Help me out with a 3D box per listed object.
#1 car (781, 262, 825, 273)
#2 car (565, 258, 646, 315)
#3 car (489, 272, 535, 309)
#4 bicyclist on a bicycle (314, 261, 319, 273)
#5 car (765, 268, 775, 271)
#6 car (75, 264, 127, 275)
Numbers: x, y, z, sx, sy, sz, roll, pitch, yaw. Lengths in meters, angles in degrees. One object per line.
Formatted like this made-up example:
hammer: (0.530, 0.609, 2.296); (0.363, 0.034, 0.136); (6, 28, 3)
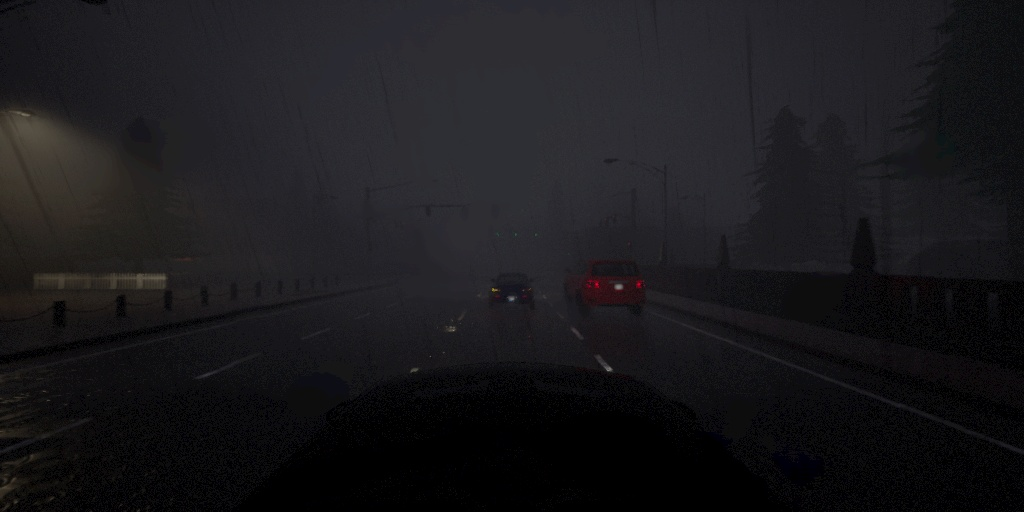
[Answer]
car: (34.497, 1.538, 42.290); (4.553, 1.767, 2.097); (0, -1, 0)
car: (3.507, 1.112, 14.415); (2.150, 2.045, 5.566); (0, 0, 0)
car: (0.020, 1.427, 15.737); (1.812, 1.442, 4.674); (0, 0, 0)
bicyclist on a bicycle: (-27.395, 1.575, 50.099); (0.582, 1.620, 1.656); (0, 0, 0)
car: (35.399, 1.772, 45.775); (5.357, 1.411, 2.033); (0, -1, 0)
car: (-48.961, 1.715, 42.217); (4.674, 1.442, 1.812); (0, -1, 0)
